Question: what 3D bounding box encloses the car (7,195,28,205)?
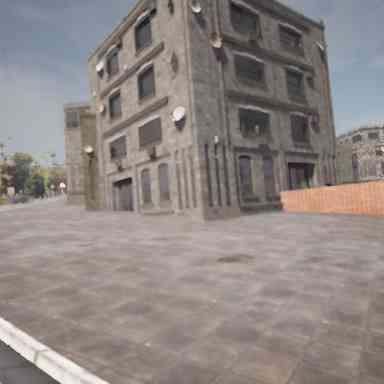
[{"bbox_3d":[-29.847,1.315,57.140,1.837,1.490,4.892,-4,3,-5],"label":"car"}]
